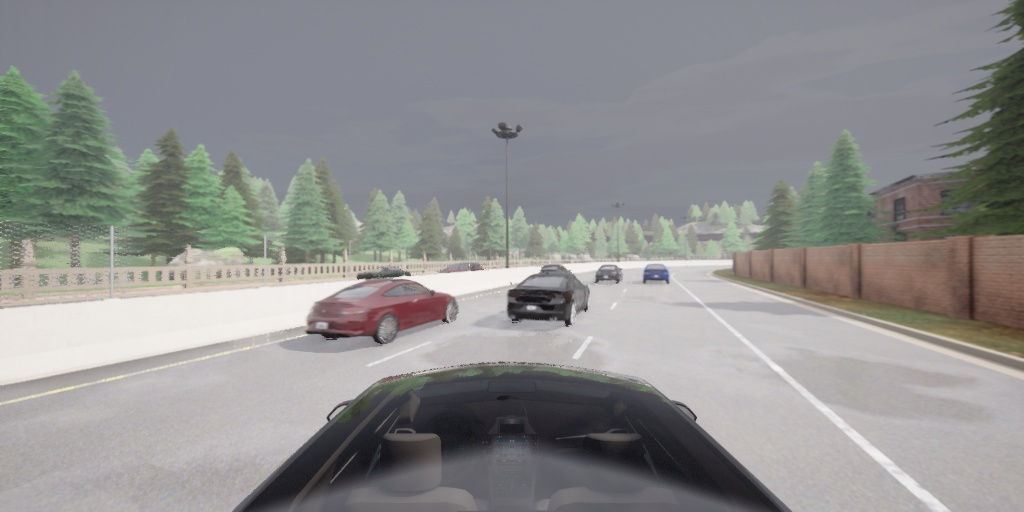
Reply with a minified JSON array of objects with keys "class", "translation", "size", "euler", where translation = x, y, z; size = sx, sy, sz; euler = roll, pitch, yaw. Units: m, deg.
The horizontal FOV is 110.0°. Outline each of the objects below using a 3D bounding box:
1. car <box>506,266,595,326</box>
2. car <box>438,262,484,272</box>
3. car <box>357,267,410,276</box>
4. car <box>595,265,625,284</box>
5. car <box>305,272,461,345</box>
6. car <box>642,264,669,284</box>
[{"class":"car","translation":[1.422,1.288,12.179],"size":[1.882,1.535,5.008],"euler":[0,0,21]},{"class":"car","translation":[-3.893,1.282,28.203],"size":[2.097,1.767,4.553],"euler":[0,0,21]},{"class":"car","translation":[-10.696,1.568,30.026],"size":[1.895,1.301,4.718],"euler":[0,0,21]},{"class":"car","translation":[7.916,1.419,29.162],"size":[1.812,1.442,4.674],"euler":[0,0,21]},{"class":"car","translation":[-3.235,1.338,9.801],"size":[1.812,1.442,4.674],"euler":[0,-1,21]},{"class":"car","translation":[11.562,1.356,28.899],"size":[1.882,1.535,5.008],"euler":[0,0,21]}]
